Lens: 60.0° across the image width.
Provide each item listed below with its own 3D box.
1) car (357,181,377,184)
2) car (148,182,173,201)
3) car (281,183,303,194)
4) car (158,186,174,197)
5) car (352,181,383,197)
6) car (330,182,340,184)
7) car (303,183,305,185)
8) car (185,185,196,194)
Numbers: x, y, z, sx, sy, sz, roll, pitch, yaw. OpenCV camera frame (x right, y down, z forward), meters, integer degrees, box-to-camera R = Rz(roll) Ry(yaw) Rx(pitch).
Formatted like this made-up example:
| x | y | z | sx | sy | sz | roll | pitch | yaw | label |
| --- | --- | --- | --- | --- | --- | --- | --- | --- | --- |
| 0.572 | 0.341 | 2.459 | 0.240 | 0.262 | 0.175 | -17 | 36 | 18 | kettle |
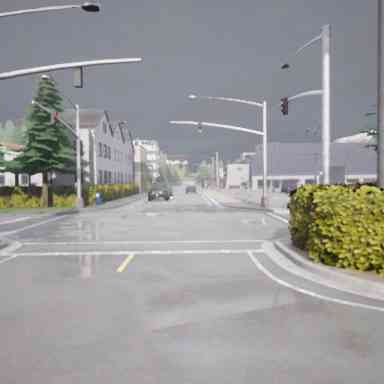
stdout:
| x | y | z | sx | sy | sz | roll | pitch | yaw | label |
| --- | --- | --- | --- | --- | --- | --- | --- | --- | --- |
| 19.010 | -0.172 | 34.139 | 1.905 | 1.878 | 3.866 | -1 | 2 | 0 | car |
| -3.725 | -0.074 | 38.198 | 2.150 | 2.045 | 5.566 | -1 | 2 | 0 | car |
| 15.264 | -0.502 | 51.997 | 2.007 | 1.523 | 4.514 | -1 | 2 | 0 | car |
| -3.738 | -0.132 | 48.359 | 1.837 | 1.490 | 4.892 | -1 | 2 | 0 | car |
| 22.255 | -0.455 | 42.019 | 1.932 | 1.855 | 4.605 | -1 | 2 | 0 | car |
| 25.302 | -1.018 | 59.410 | 2.152 | 1.636 | 5.027 | -1 | 2 | 0 | car |
| 18.888 | -0.849 | 59.058 | 1.970 | 1.475 | 3.806 | -1 | 2 | 0 | car |
| -0.175 | -0.532 | 58.619 | 2.128 | 1.511 | 4.902 | -1 | 2 | 0 | car |
